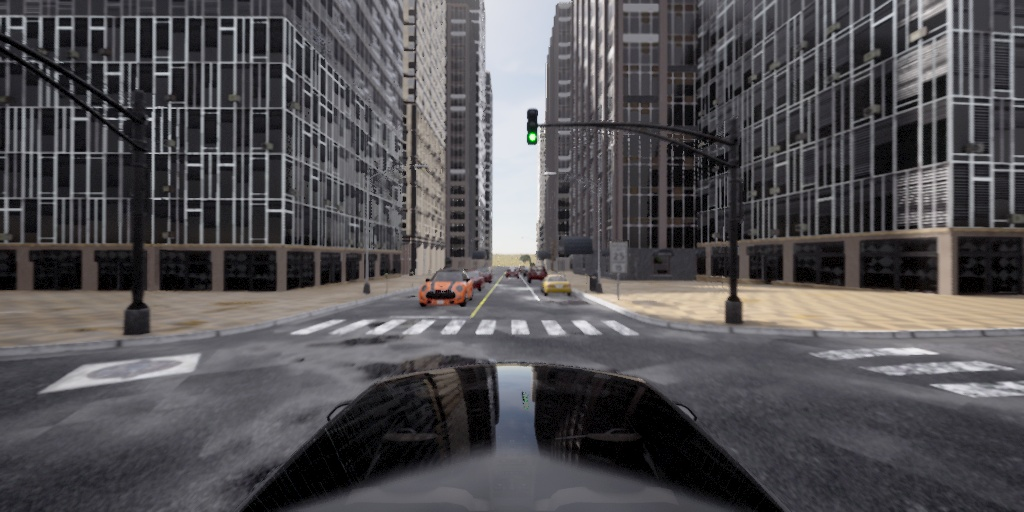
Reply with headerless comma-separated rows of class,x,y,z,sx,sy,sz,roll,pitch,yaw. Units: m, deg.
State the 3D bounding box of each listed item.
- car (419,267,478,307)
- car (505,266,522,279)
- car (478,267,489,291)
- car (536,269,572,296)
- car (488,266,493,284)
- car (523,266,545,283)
car,-3.115,1.471,17.812,2.097,1.767,4.553,0,-1,0
car,0.038,2.407,50.002,1.812,1.442,4.674,0,-1,0
car,-3.129,1.830,27.741,1.882,1.535,5.008,0,-1,0
car,2.793,1.797,23.449,1.751,1.417,4.829,0,0,0
car,-3.130,1.939,37.785,2.097,1.767,4.553,0,-1,0
car,2.682,1.942,38.527,2.192,1.841,5.009,0,0,0
